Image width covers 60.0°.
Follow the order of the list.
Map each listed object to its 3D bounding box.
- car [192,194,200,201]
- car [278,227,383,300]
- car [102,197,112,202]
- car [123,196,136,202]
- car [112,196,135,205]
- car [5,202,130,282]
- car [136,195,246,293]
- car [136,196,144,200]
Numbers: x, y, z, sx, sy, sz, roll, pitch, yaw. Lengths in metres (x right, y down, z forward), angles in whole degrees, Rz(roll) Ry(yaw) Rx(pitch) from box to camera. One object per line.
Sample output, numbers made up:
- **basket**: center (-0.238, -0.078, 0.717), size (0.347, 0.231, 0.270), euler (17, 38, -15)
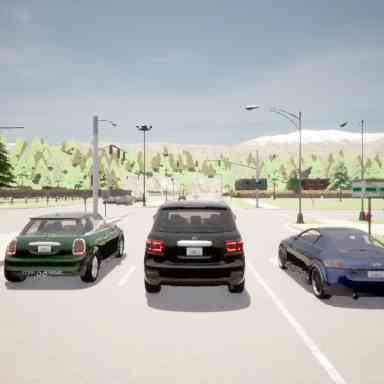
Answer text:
- **car**: center (1.060, 1.311, 83.335), size (1.882, 1.535, 5.008), euler (0, 0, 1)
- **car**: center (3.572, 1.564, 8.444), size (1.994, 1.385, 4.181), euler (0, 0, 0)
- **car**: center (-14.408, 1.547, 59.107), size (2.033, 1.411, 5.357), euler (0, 0, 1)
- **car**: center (-14.075, 1.526, 75.164), size (2.033, 1.411, 5.357), euler (0, 0, 1)
- **car**: center (-11.006, 1.505, 54.087), size (1.837, 1.490, 4.892), euler (0, 0, 1)
- **car**: center (-3.424, 1.352, 9.881), size (2.097, 1.767, 4.553), euler (0, 0, 0)
- **car**: center (0.069, 1.221, 8.988), size (2.150, 2.045, 5.566), euler (0, 0, 0)
- **car**: center (-10.677, 1.553, 68.857), size (1.994, 1.385, 4.181), euler (0, 0, 1)
